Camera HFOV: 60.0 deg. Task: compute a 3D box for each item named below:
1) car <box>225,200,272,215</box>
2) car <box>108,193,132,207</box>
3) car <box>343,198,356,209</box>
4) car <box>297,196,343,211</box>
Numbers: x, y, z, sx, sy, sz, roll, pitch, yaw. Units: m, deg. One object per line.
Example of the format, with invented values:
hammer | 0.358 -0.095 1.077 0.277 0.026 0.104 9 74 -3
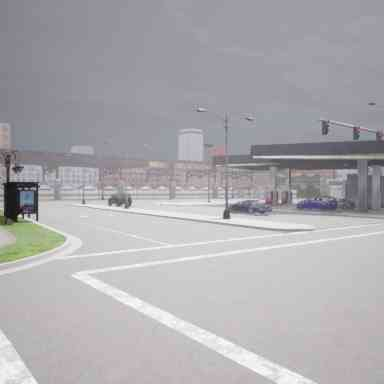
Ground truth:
car | 5.678 1.547 33.964 2.033 1.411 5.357 0 0 -35
car | -11.347 1.222 52.236 2.150 2.045 5.566 0 0 -35
car | 18.617 1.456 42.259 1.970 1.475 3.806 0 0 -35
car | 14.343 1.295 38.345 2.242 1.667 4.611 0 0 -35
